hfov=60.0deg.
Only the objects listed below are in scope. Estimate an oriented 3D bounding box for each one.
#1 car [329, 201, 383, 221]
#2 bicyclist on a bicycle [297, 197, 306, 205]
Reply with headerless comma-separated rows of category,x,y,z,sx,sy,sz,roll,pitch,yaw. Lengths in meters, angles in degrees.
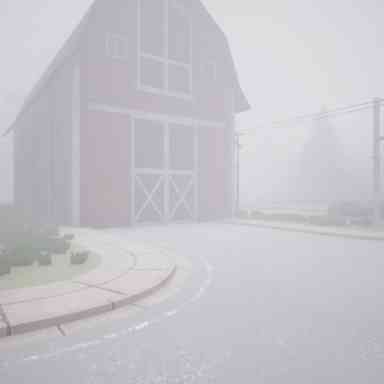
car,13.488,1.518,27.033,2.128,1.511,4.902,0,0,-34
bicyclist on a bicycle,13.338,1.322,40.263,1.656,1.620,0.582,46,-25,-24
